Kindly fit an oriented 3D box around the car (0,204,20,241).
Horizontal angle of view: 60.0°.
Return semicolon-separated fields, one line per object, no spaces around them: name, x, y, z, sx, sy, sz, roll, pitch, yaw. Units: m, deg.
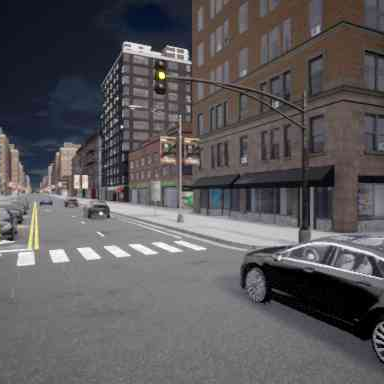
car;-9.754;1.548;16.477;1.812;1.442;4.674;0;0;-25

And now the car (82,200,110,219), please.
car;-8.604;1.526;29.805;1.837;1.490;4.892;0;0;-25

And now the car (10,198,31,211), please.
car;-22.276;1.534;43.340;2.128;1.511;4.902;0;0;-25

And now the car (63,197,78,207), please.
car;-19.036;1.542;52.038;1.837;1.490;4.892;0;0;-25

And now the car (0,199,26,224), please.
car;-13.679;1.534;24.855;1.837;1.490;4.892;0;0;-25

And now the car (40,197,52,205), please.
car;-25.660;1.612;58.501;1.994;1.385;4.181;0;0;-25

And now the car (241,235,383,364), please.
car;2.706;1.491;5.701;2.128;1.511;4.902;0;0;-25

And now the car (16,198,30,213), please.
car;-17.919;1.541;33.926;1.837;1.490;4.892;0;0;-25
